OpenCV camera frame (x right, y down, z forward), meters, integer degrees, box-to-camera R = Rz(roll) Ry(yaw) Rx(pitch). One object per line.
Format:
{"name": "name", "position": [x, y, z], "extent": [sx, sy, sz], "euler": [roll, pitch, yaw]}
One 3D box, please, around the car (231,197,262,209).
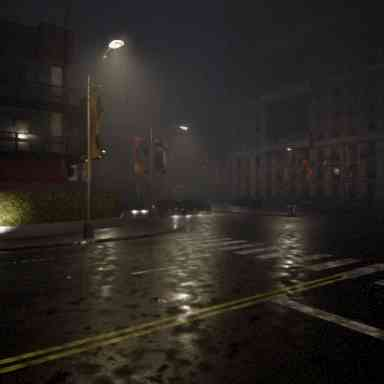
{"name": "car", "position": [7.607, 1.477, 46.921], "extent": [1.882, 1.535, 5.008], "euler": [0, 0, -35]}

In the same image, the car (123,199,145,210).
{"name": "car", "position": [-7.590, 1.564, 42.230], "extent": [1.994, 1.385, 4.181], "euler": [0, 0, -35]}

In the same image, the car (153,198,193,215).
{"name": "car", "position": [-2.318, 1.505, 34.641], "extent": [1.837, 1.490, 4.892], "euler": [0, 0, -35]}

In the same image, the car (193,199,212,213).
{"name": "car", "position": [0.206, 1.478, 37.142], "extent": [1.882, 1.535, 5.008], "euler": [0, 0, -35]}
